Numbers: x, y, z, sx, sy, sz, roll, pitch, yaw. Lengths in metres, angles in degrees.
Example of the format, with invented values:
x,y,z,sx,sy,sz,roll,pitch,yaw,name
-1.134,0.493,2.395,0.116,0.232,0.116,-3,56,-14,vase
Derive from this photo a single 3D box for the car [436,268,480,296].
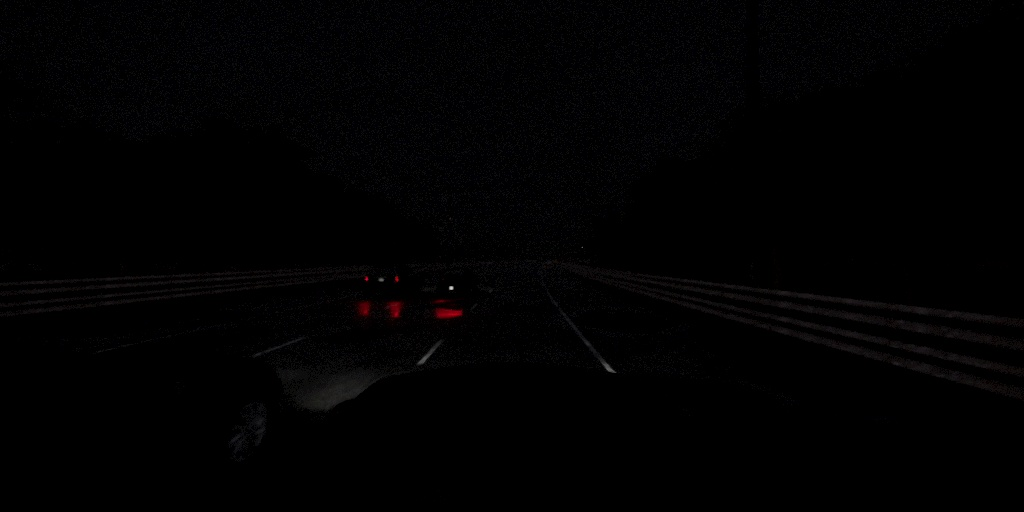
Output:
x,y,z,sx,sy,sz,roll,pitch,yaw,name
-3.007,1.410,20.701,1.837,1.490,4.892,0,0,2,car

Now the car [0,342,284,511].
x,y,z,sx,sy,sz,roll,pitch,yaw,name
-3.377,1.246,1.911,1.837,1.490,4.892,0,-1,0,car

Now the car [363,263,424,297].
x,y,z,sx,sy,sz,roll,pitch,yaw,name
-6.525,1.243,20.214,2.097,1.767,4.553,0,0,2,car
